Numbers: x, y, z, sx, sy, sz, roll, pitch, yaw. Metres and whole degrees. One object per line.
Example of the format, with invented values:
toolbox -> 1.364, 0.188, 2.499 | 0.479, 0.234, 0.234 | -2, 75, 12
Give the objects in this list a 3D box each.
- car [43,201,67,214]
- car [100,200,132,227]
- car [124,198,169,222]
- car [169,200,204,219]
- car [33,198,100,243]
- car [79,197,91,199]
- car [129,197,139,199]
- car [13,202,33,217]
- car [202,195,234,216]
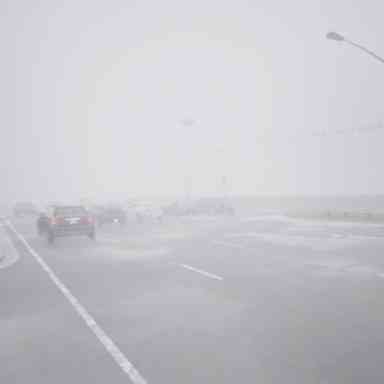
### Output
car -> -16.241, 1.749, 39.306 | 1.895, 1.301, 4.718 | -1, 0, -32
car -> -6.048, 1.525, 22.829 | 1.837, 1.490, 4.892 | -1, 1, -32
car -> -3.883, 1.491, 25.952 | 1.812, 1.442, 4.674 | -1, 0, -32
car -> -1.293, 1.508, 28.446 | 1.895, 1.301, 4.718 | -1, 0, -32
car -> -6.526, 1.402, 16.946 | 2.097, 1.767, 4.553 | -1, 0, -32
car -> -13.946, 1.444, 42.240 | 2.097, 1.767, 4.553 | -1, 0, -32
car -> -8.224, 1.475, 46.296 | 1.837, 1.490, 4.892 | -1, 1, -32
car -> -17.102, 1.732, 34.048 | 2.033, 1.411, 5.357 | -1, 0, -32
car -> 1.748, 1.194, 30.175 | 2.097, 1.767, 4.553 | -1, 0, -32
